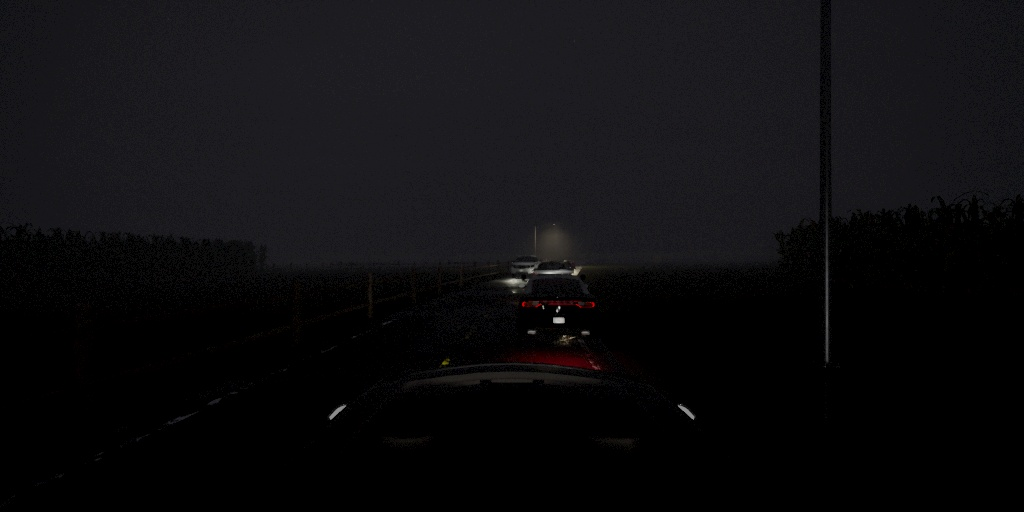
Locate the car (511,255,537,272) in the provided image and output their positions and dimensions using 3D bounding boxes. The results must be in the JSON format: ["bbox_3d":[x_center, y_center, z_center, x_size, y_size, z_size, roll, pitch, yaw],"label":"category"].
[{"bbox_3d":[1.405,0.944,34.419,2.150,2.045,5.566,0,0,12],"label":"car"}]

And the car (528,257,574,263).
[{"bbox_3d":[2.259,1.089,19.908,2.097,1.767,4.553,0,0,8],"label":"car"}]

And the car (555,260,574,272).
[{"bbox_3d":[6.724,1.270,45.851,1.994,1.385,4.181,0,0,13],"label":"car"}]

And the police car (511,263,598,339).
[{"bbox_3d":[1.198,1.173,10.259,1.930,1.638,5.238,0,0,4],"label":"police car"}]

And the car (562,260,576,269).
[{"bbox_3d":[8.865,1.293,55.700,1.895,1.301,4.718,0,0,12],"label":"car"}]
